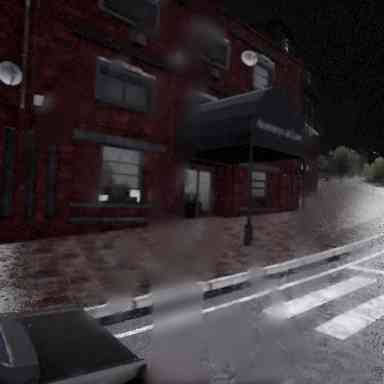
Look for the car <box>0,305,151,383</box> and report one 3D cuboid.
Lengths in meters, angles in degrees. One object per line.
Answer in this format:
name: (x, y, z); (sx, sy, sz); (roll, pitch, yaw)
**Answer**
car: (-2.749, 1.617, 2.142); (4.718, 1.301, 1.895); (0, 0, -36)
